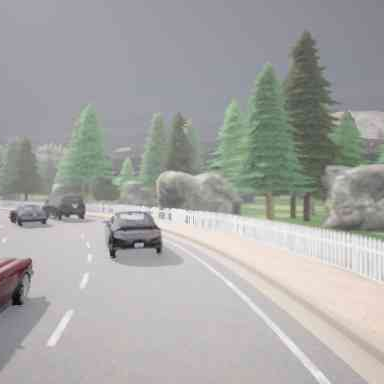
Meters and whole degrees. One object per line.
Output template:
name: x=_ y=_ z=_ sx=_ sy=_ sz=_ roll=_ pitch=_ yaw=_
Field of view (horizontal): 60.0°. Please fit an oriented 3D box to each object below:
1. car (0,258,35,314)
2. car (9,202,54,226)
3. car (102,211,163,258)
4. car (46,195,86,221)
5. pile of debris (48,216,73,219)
car: x=-4.054 y=1.633 z=5.053 sx=1.895 sy=1.301 sz=4.718 roll=0 pitch=0 yaw=-8
car: x=-12.122 y=1.642 z=24.520 sx=2.033 sy=1.411 sz=5.357 roll=0 pitch=0 yaw=-37
car: x=-2.413 y=1.510 z=13.090 sx=2.128 sy=1.511 sz=4.902 roll=0 pitch=0 yaw=-17
car: x=-11.103 y=1.307 z=28.715 sx=2.150 sy=2.045 sz=5.566 roll=0 pitch=0 yaw=-40
pile of debris: x=-11.710 y=2.266 z=29.588 sx=1.500 sy=0.140 sz=1.860 roll=0 pitch=0 yaw=-42
